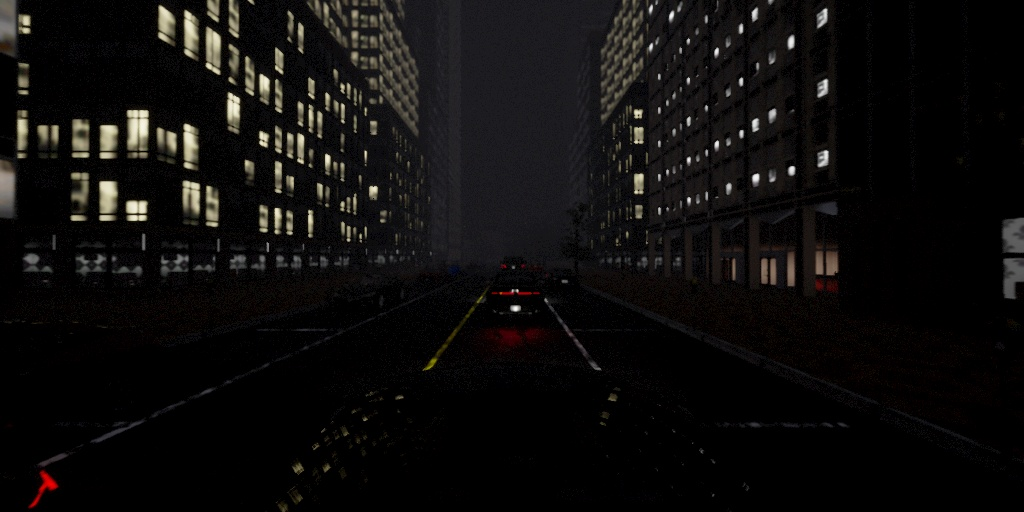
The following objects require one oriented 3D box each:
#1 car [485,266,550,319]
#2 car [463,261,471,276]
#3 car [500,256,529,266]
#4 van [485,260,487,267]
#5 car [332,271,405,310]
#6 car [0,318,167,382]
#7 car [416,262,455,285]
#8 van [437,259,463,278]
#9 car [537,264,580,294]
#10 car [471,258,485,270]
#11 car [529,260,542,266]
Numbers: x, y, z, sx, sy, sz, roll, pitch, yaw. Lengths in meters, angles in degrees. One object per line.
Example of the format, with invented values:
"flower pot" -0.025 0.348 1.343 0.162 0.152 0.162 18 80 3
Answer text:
"car" 0.107 1.269 12.798 1.837 1.490 4.892 0 0 0
"car" -5.669 1.374 37.496 1.802 1.307 4.207 0 0 0
"car" 0.117 1.007 31.264 2.150 2.045 5.566 0 0 0
"van" -5.656 1.151 60.265 1.690 1.789 3.998 0 0 0
"car" -5.683 1.317 14.727 2.007 1.370 4.403 0 0 0
"car" -5.689 1.334 3.341 1.802 1.307 4.207 0 0 0
"car" -5.676 1.325 26.111 1.888 1.381 4.507 0 0 0
"van" -5.673 1.127 31.804 1.690 1.789 3.998 0 0 0
"car" 2.701 1.339 20.401 1.948 1.339 4.313 0 0 0
"car" -5.660 1.246 54.572 1.967 1.591 4.097 0 0 0
"car" 2.715 1.237 43.168 1.967 1.591 4.097 0 0 0
